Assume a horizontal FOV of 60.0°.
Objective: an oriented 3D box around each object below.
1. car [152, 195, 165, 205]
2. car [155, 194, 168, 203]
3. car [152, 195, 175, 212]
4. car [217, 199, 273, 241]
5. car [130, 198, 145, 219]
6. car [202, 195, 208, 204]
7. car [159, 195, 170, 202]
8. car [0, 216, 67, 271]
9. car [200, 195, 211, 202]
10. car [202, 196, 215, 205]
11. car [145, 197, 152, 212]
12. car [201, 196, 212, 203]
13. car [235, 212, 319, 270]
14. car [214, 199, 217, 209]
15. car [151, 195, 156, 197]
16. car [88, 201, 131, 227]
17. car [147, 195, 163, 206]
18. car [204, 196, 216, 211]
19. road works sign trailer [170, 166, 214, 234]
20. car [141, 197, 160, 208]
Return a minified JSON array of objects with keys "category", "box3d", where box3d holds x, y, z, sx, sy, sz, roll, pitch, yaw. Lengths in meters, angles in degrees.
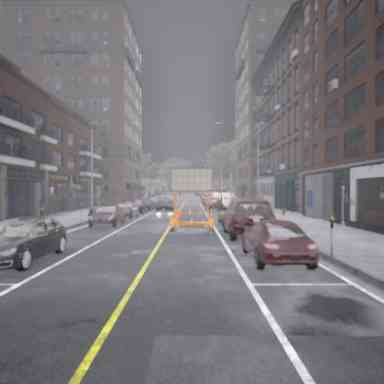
[{"category":"car","box3d":[-5.415,1.286,54.533,1.752,1.417,4.829,0,0,0]},{"category":"car","box3d":[-5.418,1.180,60.222,1.967,1.590,4.097,0,0,0]},{"category":"car","box3d":[-2.866,1.382,36.331,2.033,1.411,5.357,0,0,0]},{"category":"car","box3d":[2.630,1.242,16.082,2.192,1.841,5.009,0,0,0]},{"category":"car","box3d":[-5.400,1.427,27.110,2.008,1.369,4.403,0,0,0]},{"category":"car","box3d":[2.616,1.385,43.674,1.802,1.307,4.206,0,0,0]},{"category":"car","box3d":[-5.420,1.301,65.741,1.802,1.307,4.206,0,0,0]},{"category":"car","box3d":[-5.392,1.502,10.553,2.008,1.369,4.403,0,0,0]},{"category":"car","box3d":[2.605,1.285,65.747,1.947,1.339,4.313,0,0,0]},{"category":"car","box3d":[2.610,1.305,54.710,1.887,1.381,4.507,0,0,0]},{"category":"car","box3d":[-5.403,1.396,32.629,1.887,1.381,4.507,0,0,0]},{"category":"car","box3d":[2.607,1.322,60.228,1.802,1.307,4.206,0,0,0]},{"category":"car","box3d":[2.633,1.533,10.565,1.802,1.307,4.206,0,0,0]},{"category":"car","box3d":[2.623,1.426,21.769,1.752,1.417,4.829,0,0,0]},{"category":"car","box3d":[-5.406,1.393,38.148,1.947,1.339,4.313,0,0,0]},{"category":"car","box3d":[-5.398,1.483,21.591,1.802,1.307,4.206,0,0,0]},{"category":"car","box3d":[-5.412,1.221,49.184,1.967,1.590,4.097,0,0,0]},{"category":"car","box3d":[2.619,1.409,38.156,1.802,1.307,4.206,0,0,0]},{"category":"road works sign trailer","box3d":[-0.009,0.380,18.444,2.380,3.560,2.880,0,0,0]},{"category":"car","box3d":[-5.409,1.354,43.666,2.008,1.369,4.403,0,0,0]}]
